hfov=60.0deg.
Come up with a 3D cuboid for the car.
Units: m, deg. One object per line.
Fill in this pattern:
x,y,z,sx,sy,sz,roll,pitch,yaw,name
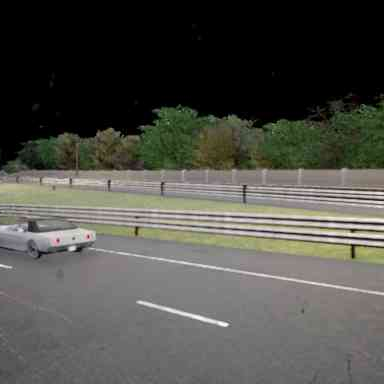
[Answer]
-5.807,1.596,12.406,4.718,1.301,1.895,0,0,36,car
